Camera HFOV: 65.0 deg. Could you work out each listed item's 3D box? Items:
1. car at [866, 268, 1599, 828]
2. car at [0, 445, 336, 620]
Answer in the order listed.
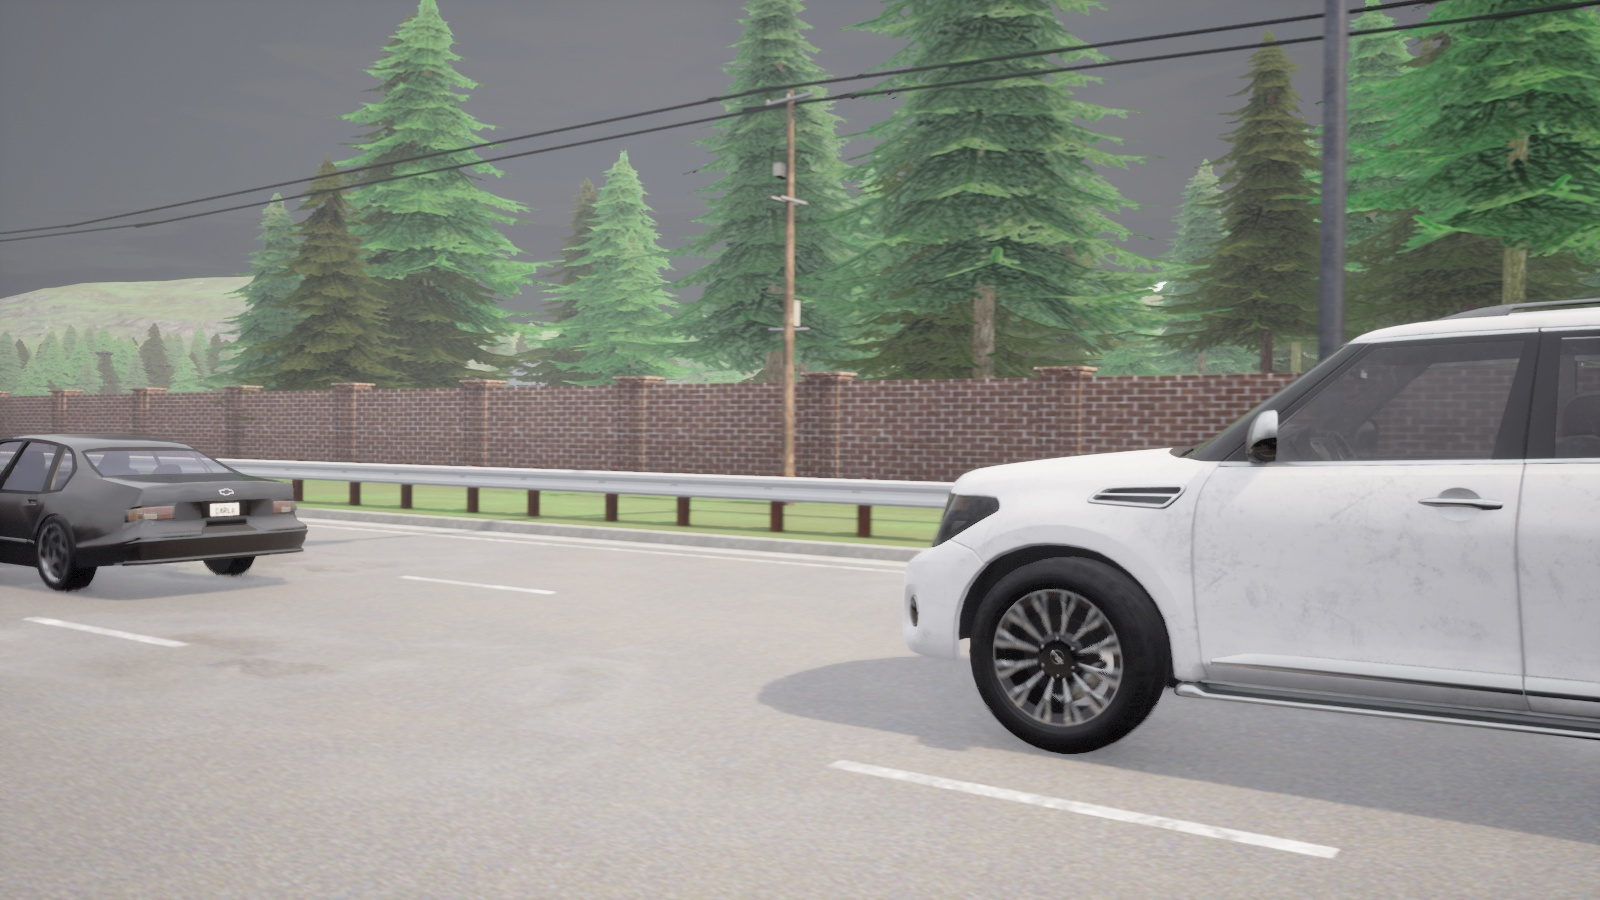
[{"bbox_3d":[3.253,0.344,5.659,5.566,2.045,2.150,0,1,34],"label":"car"},{"bbox_3d":[-7.232,0.672,12.629,5.357,1.411,2.033,0,1,34],"label":"car"}]
